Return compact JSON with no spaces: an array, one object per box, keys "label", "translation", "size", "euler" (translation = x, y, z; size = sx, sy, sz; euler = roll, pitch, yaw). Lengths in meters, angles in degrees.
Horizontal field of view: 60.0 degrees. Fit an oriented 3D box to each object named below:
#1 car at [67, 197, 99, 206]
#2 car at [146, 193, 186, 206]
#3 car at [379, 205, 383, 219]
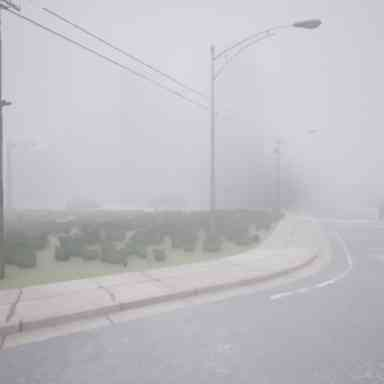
[{"label":"car","translation":[-13.273,1.472,40.849],"size":[2.242,1.667,4.611],"euler":[0,0,18]},{"label":"car","translation":[-3.544,1.174,45.983],"size":[5.566,2.045,2.150],"euler":[0,0,17]},{"label":"car","translation":[15.922,1.451,25.808],"size":[1.837,1.490,4.892],"euler":[0,0,18]}]
